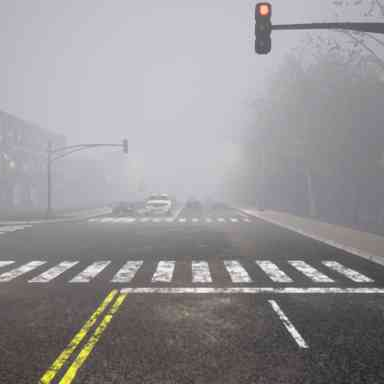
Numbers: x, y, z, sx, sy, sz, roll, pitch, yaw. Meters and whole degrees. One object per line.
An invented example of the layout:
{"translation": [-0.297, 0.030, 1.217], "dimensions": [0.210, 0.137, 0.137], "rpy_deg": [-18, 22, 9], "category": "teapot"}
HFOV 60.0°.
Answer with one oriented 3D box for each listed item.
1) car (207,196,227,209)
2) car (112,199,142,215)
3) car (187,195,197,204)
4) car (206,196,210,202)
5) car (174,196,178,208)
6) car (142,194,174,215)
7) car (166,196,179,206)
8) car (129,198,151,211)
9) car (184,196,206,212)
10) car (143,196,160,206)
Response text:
{"translation": [3.397, 1.586, 43.611], "dimensions": [1.895, 1.301, 4.718], "rpy_deg": [0, 0, 0], "category": "car"}
{"translation": [-6.560, 1.591, 33.155], "dimensions": [1.895, 1.301, 4.718], "rpy_deg": [0, 0, 0], "category": "car"}
{"translation": [0.078, 1.453, 65.458], "dimensions": [1.882, 1.535, 5.008], "rpy_deg": [0, 0, 0], "category": "car"}
{"translation": [3.336, 1.522, 66.230], "dimensions": [2.033, 1.411, 5.357], "rpy_deg": [0, 0, 1], "category": "car"}
{"translation": [-3.294, 1.586, 43.804], "dimensions": [1.895, 1.301, 4.718], "rpy_deg": [0, 0, 1], "category": "car"}
{"translation": [-3.307, 1.211, 33.747], "dimensions": [2.150, 2.045, 5.566], "rpy_deg": [0, 0, 0], "category": "car"}
{"translation": [-3.274, 1.485, 56.156], "dimensions": [1.837, 1.490, 4.892], "rpy_deg": [0, 0, 0], "category": "car"}
{"translation": [-6.541, 1.550, 42.261], "dimensions": [1.994, 1.385, 4.181], "rpy_deg": [0, 0, 1], "category": "car"}
{"translation": [0.141, 1.479, 38.471], "dimensions": [2.128, 1.511, 4.902], "rpy_deg": [0, 0, 0], "category": "car"}
{"translation": [-6.524, 1.472, 53.957], "dimensions": [2.128, 1.511, 4.902], "rpy_deg": [0, 0, 0], "category": "car"}
